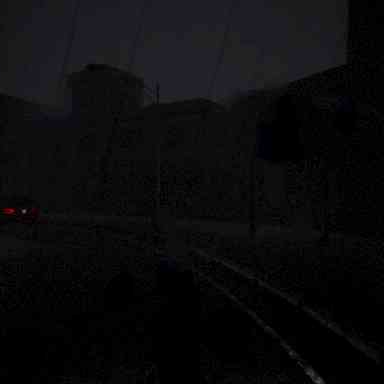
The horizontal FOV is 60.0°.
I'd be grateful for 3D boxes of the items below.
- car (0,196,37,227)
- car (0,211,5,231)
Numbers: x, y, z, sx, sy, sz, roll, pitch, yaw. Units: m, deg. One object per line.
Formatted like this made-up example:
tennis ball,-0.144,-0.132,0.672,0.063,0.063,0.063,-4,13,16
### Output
car,-12.560,1.327,21.716,5.566,2.045,2.150,-1,1,31
car,-11.560,1.784,16.653,4.718,1.301,1.895,-2,1,38
